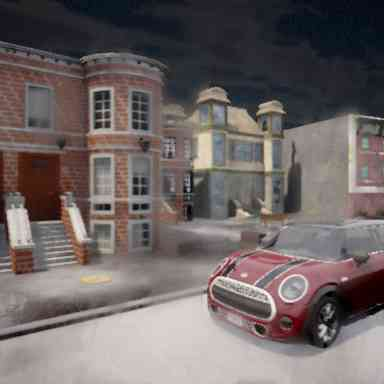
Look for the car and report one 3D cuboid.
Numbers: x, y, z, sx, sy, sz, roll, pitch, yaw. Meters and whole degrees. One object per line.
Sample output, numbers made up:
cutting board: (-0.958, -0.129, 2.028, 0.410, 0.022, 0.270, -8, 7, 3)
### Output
car: (2.482, 1.333, 6.366, 4.553, 1.767, 2.097, 0, 0, -35)
